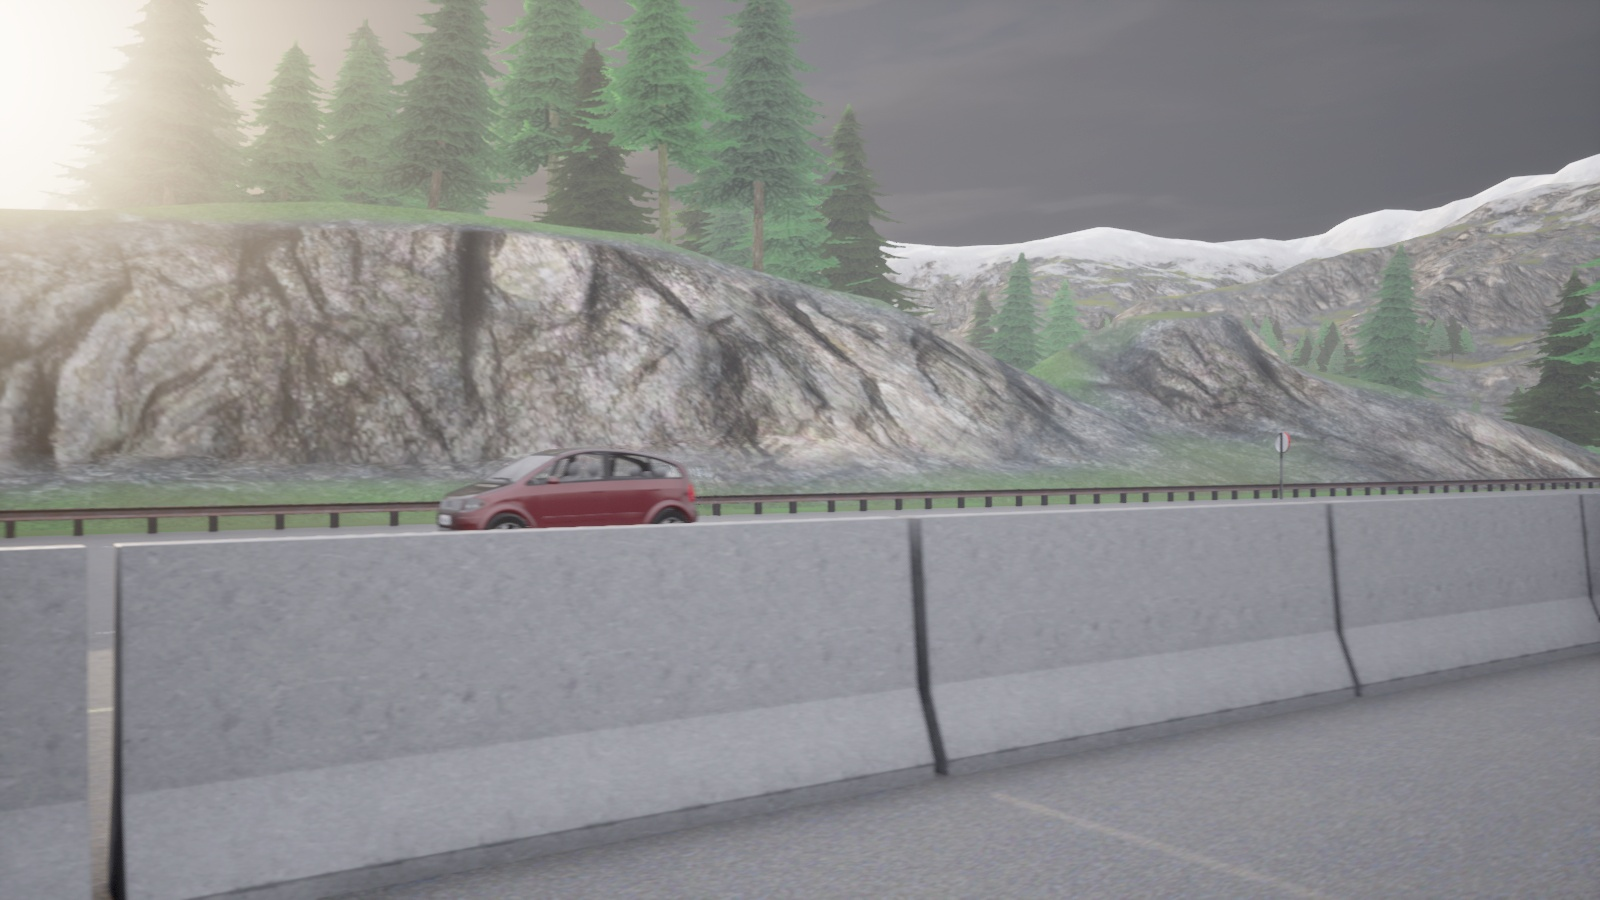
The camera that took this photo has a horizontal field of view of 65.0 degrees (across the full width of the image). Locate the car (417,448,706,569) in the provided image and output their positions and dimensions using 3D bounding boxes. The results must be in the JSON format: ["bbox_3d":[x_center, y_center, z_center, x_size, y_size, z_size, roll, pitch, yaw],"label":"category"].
[{"bbox_3d":[-3.442,0.768,18.321,3.705,1.549,1.789,-1,0,-35],"label":"car"}]
